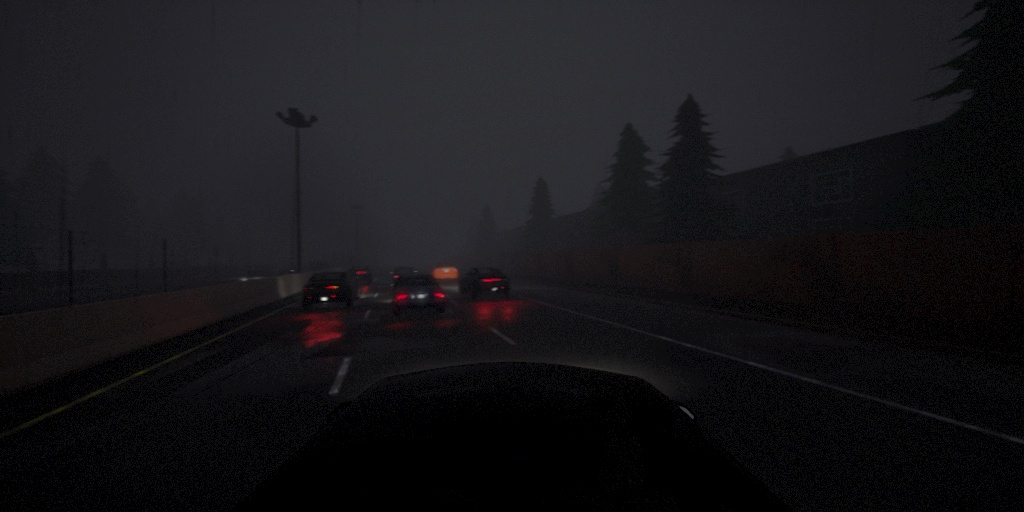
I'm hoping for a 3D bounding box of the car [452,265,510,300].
[{"bbox_3d":[-1.551,1.337,18.709,2.128,1.511,4.902,-1,0,-18],"label":"car"}]

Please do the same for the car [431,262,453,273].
[{"bbox_3d":[-6.302,1.334,32.858,2.097,1.767,4.553,-1,0,-18],"label":"car"}]

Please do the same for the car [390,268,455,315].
[{"bbox_3d":[-3.800,1.413,14.334,2.033,1.411,5.357,-1,0,-18],"label":"car"}]

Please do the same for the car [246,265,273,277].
[{"bbox_3d":[-33.625,1.979,47.863,1.882,1.535,5.008,-1,-1,-18],"label":"car"}]

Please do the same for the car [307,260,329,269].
[{"bbox_3d":[-27.152,1.628,50.559,2.150,2.045,5.566,-1,-1,-18],"label":"car"}]

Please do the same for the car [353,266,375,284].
[{"bbox_3d":[-13.036,1.580,30.937,2.128,1.511,4.902,-1,0,-18],"label":"car"}]

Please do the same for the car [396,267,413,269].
[{"bbox_3d":[-8.570,1.551,28.548,2.033,1.411,5.357,-1,0,-18],"label":"car"}]

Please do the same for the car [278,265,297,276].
[{"bbox_3d":[-30.311,1.976,48.983,1.812,1.442,4.674,-1,0,-18],"label":"car"}]

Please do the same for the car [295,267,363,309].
[{"bbox_3d":[-8.172,1.451,16.439,1.837,1.490,4.892,-1,0,-18],"label":"car"}]
